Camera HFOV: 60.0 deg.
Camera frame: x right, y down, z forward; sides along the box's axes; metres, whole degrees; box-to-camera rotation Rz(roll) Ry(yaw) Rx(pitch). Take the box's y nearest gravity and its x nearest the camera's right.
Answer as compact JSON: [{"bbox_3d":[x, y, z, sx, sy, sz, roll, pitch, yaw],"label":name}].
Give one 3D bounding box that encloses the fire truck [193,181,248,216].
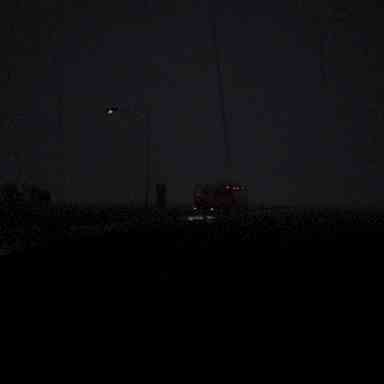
[{"bbox_3d":[3.625,0.737,39.555,2.891,3.827,8.468,1,0,35],"label":"fire truck"}]
